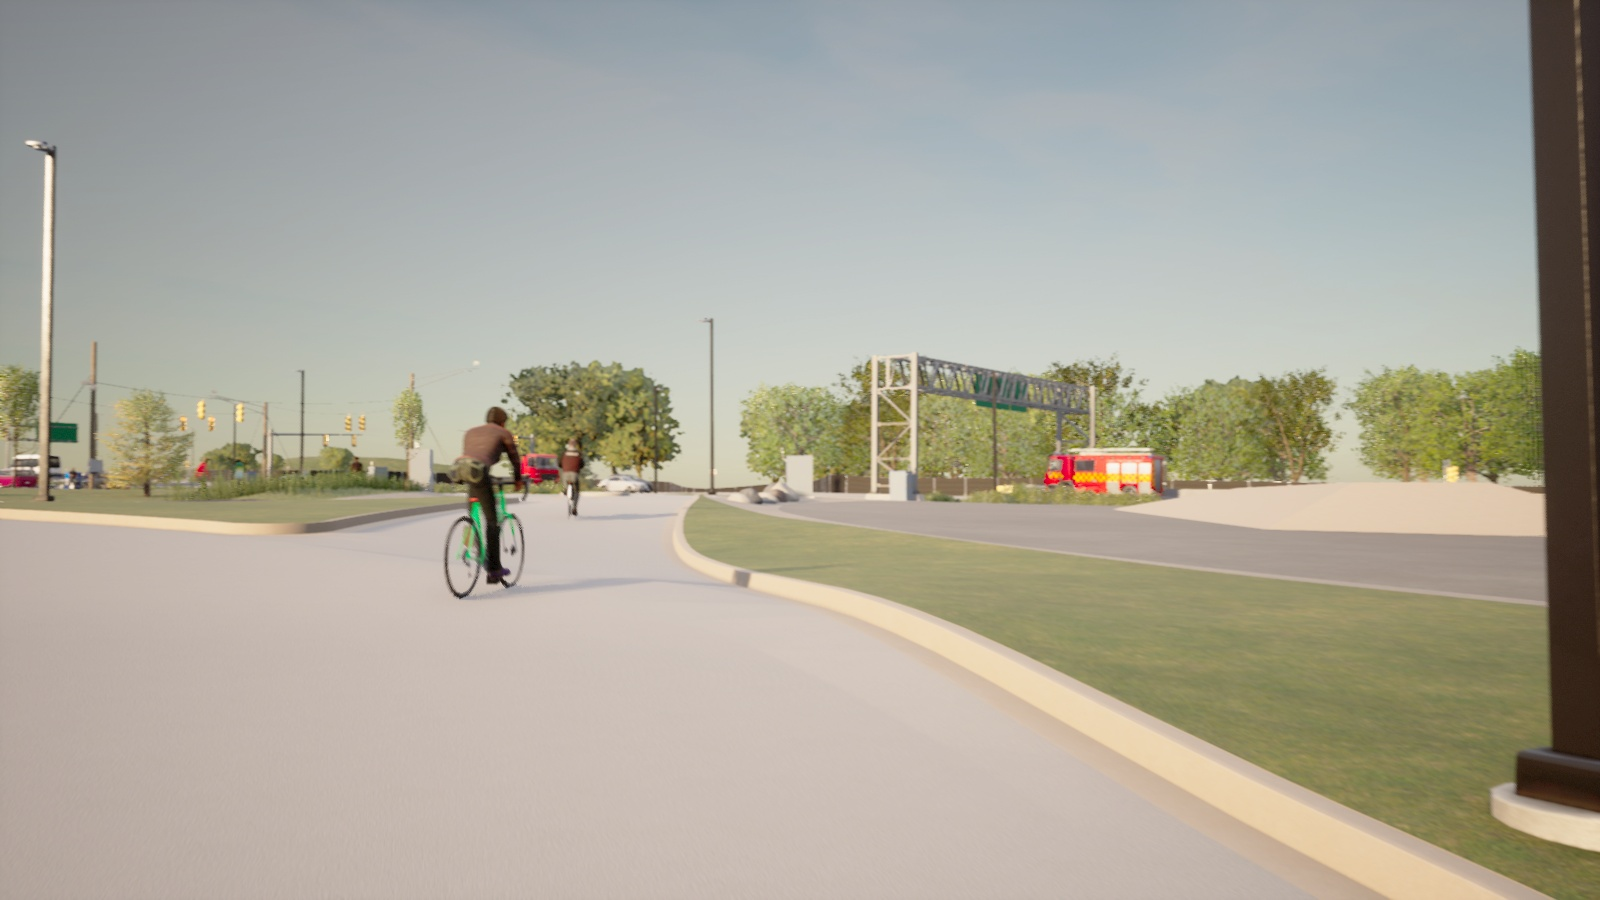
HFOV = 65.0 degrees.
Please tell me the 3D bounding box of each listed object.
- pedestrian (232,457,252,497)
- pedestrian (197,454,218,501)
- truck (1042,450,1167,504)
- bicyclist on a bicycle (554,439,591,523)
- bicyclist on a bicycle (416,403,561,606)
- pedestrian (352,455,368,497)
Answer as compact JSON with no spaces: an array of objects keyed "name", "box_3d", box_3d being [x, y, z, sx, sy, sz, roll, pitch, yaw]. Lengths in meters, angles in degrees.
[{"name":"pedestrian","box_3d":[-28.009,1.368,63.019,0.659,1.952,0.873,2,-4,-44]},{"name":"pedestrian","box_3d":[-23.525,1.114,49.871,0.331,1.846,0.636,-3,-4,41]},{"name":"truck","box_3d":[22.368,1.957,92.629,8.468,3.827,2.891,0,-2,36]},{"name":"bicyclist on a bicycle","box_3d":[-5.035,0.650,27.885,0.659,1.776,1.843,3,0,-8]},{"name":"bicyclist on a bicycle","box_3d":[-2.659,0.448,10.913,0.582,1.620,1.656,0,-1,10]},{"name":"pedestrian","box_3d":[-19.806,1.184,56.543,0.431,1.840,0.703,2,-4,-40]}]
